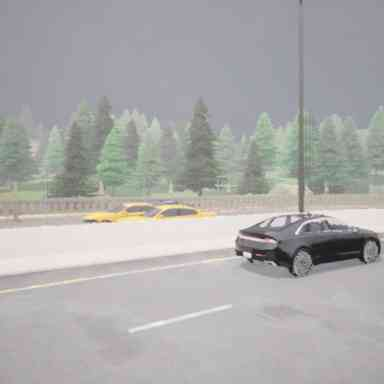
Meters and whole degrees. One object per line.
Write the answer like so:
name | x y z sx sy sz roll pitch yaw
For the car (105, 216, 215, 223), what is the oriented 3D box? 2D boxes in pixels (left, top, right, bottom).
car | -1.197 1.355 15.381 5.008 1.535 1.882 -1 0 -30

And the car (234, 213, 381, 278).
car | 3.531 1.391 9.812 4.902 1.511 2.128 -1 0 -30
